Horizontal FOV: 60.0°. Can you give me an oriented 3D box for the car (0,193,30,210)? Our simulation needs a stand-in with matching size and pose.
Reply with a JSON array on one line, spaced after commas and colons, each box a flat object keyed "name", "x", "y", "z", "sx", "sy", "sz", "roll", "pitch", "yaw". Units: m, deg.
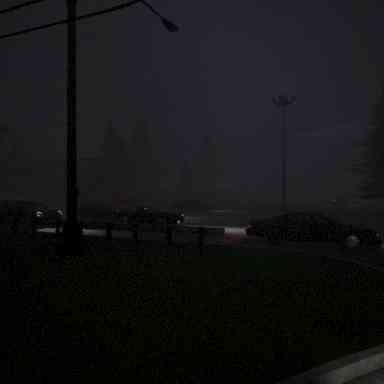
[{"name": "car", "x": -24.067, "y": 1.222, "z": 43.367, "sx": 5.566, "sy": 2.045, "sz": 2.150, "roll": 0, "pitch": 0, "yaw": 25}]

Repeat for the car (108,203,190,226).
[{"name": "car", "x": -2.861, "y": 1.595, "z": 21.942, "sx": 4.718, "sy": 1.301, "sz": 1.895, "roll": 0, "pitch": 0, "yaw": 25}]

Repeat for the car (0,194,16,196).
[{"name": "car", "x": -21.064, "y": 1.351, "z": 38.116, "sx": 4.553, "sy": 1.767, "sz": 2.097, "roll": 0, "pitch": 0, "yaw": 25}]

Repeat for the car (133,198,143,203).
[{"name": "car", "x": -5.539, "y": 1.344, "z": 30.902, "sx": 4.553, "sy": 1.767, "sz": 2.097, "roll": 0, "pitch": 0, "yaw": 25}]

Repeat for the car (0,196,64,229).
[{"name": "car", "x": -10.588, "y": 1.350, "z": 21.671, "sx": 4.553, "sy": 1.767, "sz": 2.097, "roll": 0, "pitch": 0, "yaw": 25}]

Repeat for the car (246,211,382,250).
[{"name": "car", "x": 5.089, "y": 1.540, "z": 14.390, "sx": 5.357, "sy": 1.411, "sz": 2.033, "roll": 0, "pitch": 0, "yaw": 25}]

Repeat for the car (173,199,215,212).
[{"name": "car", "x": -0.121, "y": 1.535, "z": 38.467, "sx": 5.357, "sy": 1.411, "sz": 2.033, "roll": 0, "pitch": 0, "yaw": -6}]

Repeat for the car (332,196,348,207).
[{"name": "car", "x": 23.262, "y": 1.474, "z": 52.175, "sx": 1.837, "sy": 1.490, "sz": 4.892, "roll": 2, "pitch": 1, "yaw": 30}]

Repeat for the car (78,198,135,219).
[{"name": "car", "x": -7.477, "y": 1.520, "z": 27.942, "sx": 4.674, "sy": 1.442, "sz": 1.812, "roll": 0, "pitch": 0, "yaw": 25}]
